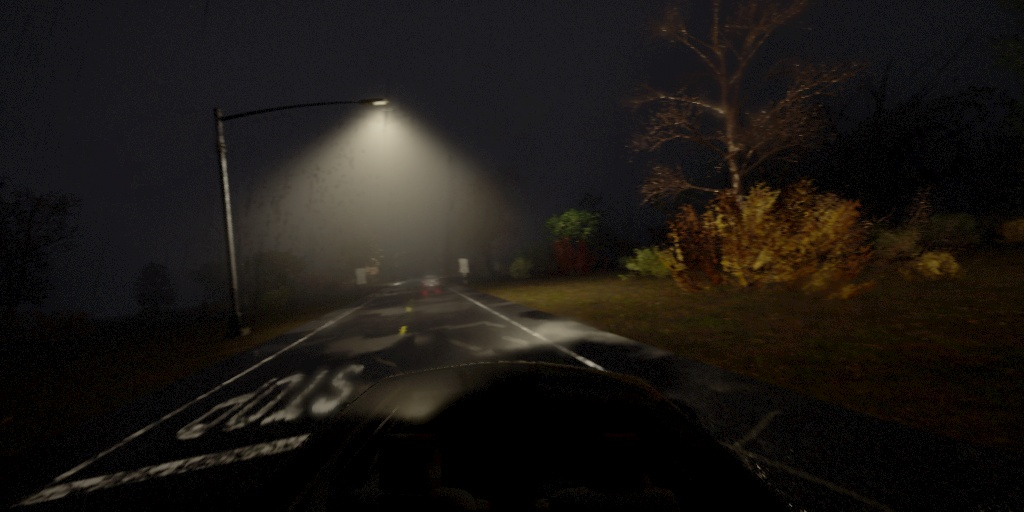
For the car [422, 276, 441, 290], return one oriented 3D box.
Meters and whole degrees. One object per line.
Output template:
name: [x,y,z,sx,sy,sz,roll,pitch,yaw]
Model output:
car: [-9.177,2.954,40.481,1.812,1.442,4.674,-6,-1,-14]
